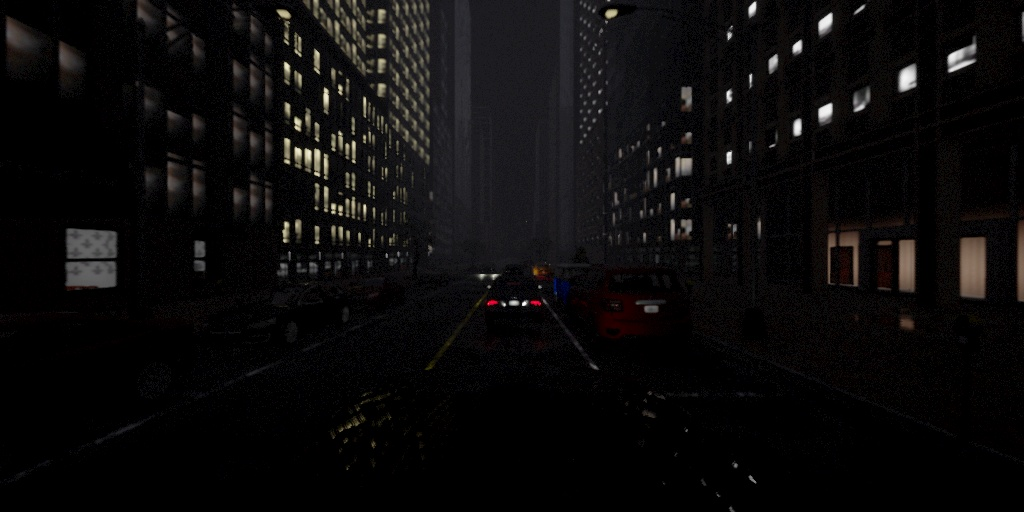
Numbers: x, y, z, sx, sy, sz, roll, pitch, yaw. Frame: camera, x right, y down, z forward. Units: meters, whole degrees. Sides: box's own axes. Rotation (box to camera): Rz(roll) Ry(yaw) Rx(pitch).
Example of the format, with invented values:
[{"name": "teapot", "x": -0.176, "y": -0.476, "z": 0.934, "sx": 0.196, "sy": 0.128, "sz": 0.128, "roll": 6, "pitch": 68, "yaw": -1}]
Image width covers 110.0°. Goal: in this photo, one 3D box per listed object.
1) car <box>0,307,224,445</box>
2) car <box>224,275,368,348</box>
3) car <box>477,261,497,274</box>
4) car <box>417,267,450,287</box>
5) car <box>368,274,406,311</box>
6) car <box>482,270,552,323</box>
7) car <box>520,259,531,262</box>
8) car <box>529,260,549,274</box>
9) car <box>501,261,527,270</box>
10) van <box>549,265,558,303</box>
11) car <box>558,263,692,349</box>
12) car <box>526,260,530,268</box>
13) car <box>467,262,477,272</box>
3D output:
[{"name": "car", "x": -5.692, "y": 1.309, "z": 3.598, "sx": 1.888, "sy": 1.381, "sz": 4.507, "roll": 0, "pitch": 0, "yaw": 0}, {"name": "car", "x": -5.689, "y": 1.354, "z": 9.282, "sx": 2.007, "sy": 1.370, "sz": 4.403, "roll": 0, "pitch": 0, "yaw": 0}, {"name": "car", "x": -3.063, "y": 1.551, "z": 47.421, "sx": 1.882, "sy": 1.535, "sz": 5.008, "roll": 0, "pitch": -1, "yaw": 0}, {"name": "car", "x": -5.679, "y": 1.475, "z": 26.332, "sx": 2.007, "sy": 1.370, "sz": 4.403, "roll": 0, "pitch": 0, "yaw": 0}, {"name": "car", "x": -5.685, "y": 1.426, "z": 14.965, "sx": 1.802, "sy": 1.307, "sz": 4.207, "roll": 0, "pitch": 0, "yaw": 0}, {"name": "car", "x": 0.074, "y": 1.374, "z": 12.485, "sx": 2.033, "sy": 1.411, "sz": 5.357, "roll": 0, "pitch": 0, "yaw": 0}, {"name": "car", "x": 2.721, "y": 1.479, "z": 60.429, "sx": 2.192, "sy": 1.841, "sz": 5.009, "roll": 0, "pitch": 0, "yaw": 0}, {"name": "car", "x": 3.160, "y": 1.486, "z": 38.165, "sx": 1.882, "sy": 1.535, "sz": 5.008, "roll": 0, "pitch": 0, "yaw": 0}, {"name": "car", "x": 0.102, "y": 1.472, "z": 32.361, "sx": 1.837, "sy": 1.490, "sz": 4.892, "roll": 0, "pitch": 0, "yaw": 0}, {"name": "van", "x": 2.696, "y": 1.185, "z": 14.960, "sx": 1.690, "sy": 1.789, "sz": 3.998, "roll": 0, "pitch": 0, "yaw": 0}, {"name": "car", "x": 2.692, "y": 1.118, "z": 9.277, "sx": 2.192, "sy": 1.841, "sz": 5.009, "roll": 0, "pitch": 0, "yaw": 0}, {"name": "car", "x": 3.170, "y": 1.561, "z": 45.164, "sx": 1.837, "sy": 1.490, "sz": 4.892, "roll": 0, "pitch": 0, "yaw": 0}, {"name": "car", "x": -5.662, "y": 1.564, "z": 54.749, "sx": 1.967, "sy": 1.591, "sz": 4.097, "roll": 0, "pitch": 0, "yaw": 0}]
